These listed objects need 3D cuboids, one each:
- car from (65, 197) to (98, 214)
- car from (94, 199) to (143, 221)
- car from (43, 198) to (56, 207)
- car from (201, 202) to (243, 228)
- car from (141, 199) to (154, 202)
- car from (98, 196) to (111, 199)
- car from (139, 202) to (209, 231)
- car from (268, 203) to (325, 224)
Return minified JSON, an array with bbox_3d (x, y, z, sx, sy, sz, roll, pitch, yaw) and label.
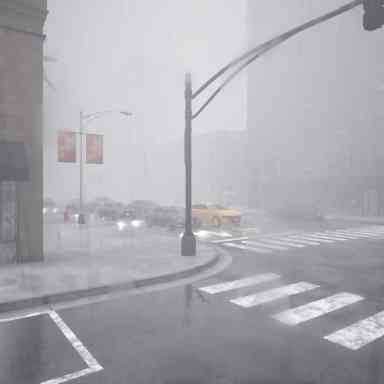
[{"bbox_3d":[-12.057,1.475,35.504,1.812,1.442,4.674,0,0,-36],"label":"car"},{"bbox_3d":[-6.131,1.529,27.253,1.994,1.385,4.181,0,0,-37],"label":"car"},{"bbox_3d":[-21.312,1.527,48.490,1.895,1.301,4.718,0,0,-36],"label":"car"},{"bbox_3d":[1.298,1.451,22.518,1.882,1.535,5.008,0,0,-35],"label":"car"},{"bbox_3d":[-4.252,1.463,30.216,1.837,1.490,4.892,0,0,-36],"label":"car"},{"bbox_3d":[-10.241,1.295,38.540,2.097,1.767,4.553,0,0,-36],"label":"car"},{"bbox_3d":[-1.210,1.541,20.437,1.994,1.385,4.181,0,0,-36],"label":"car"},{"bbox_3d":[7.765,1.530,25.031,1.994,1.385,4.181,0,0,-36],"label":"car"}]
